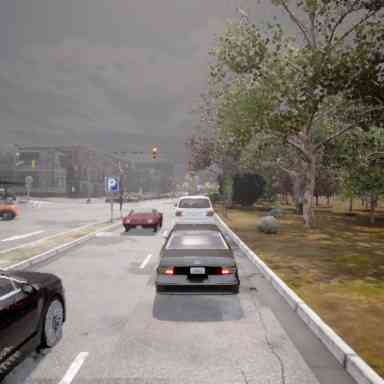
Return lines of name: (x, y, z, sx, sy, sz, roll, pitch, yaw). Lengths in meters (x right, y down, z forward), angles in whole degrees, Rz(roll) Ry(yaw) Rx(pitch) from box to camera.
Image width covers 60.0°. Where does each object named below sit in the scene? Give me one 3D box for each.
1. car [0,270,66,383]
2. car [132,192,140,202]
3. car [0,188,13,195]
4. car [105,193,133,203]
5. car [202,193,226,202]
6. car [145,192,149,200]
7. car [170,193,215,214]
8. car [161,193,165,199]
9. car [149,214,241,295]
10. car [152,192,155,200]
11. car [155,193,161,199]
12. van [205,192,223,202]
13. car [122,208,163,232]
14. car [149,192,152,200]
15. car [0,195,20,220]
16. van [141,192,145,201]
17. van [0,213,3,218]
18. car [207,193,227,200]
car: (-2.900, 1.495, 3.341, 2.128, 1.511, 4.902, 0, 0, 0)
car: (-13.841, 1.316, 67.838, 5.366, 1.575, 1.946, -1, 0, -15)
car: (-31.199, 0.138, 55.703, 2.002, 1.452, 4.674, 6, -3, -19)
car: (-14.484, 1.359, 64.845, 4.792, 1.488, 2.163, -1, 0, -15)
car: (4.624, 1.142, 70.421, 4.553, 1.767, 2.185, 1, 0, -14)
car: (-13.060, 1.322, 76.801, 4.892, 1.521, 2.231, -1, 0, -14)
car: (0.141, 1.246, 19.123, 2.150, 2.045, 5.566, 0, 0, 0)
car: (-11.059, 1.066, 91.788, 5.566, 2.045, 2.435, -1, 0, -12)
car: (0.102, 1.556, 8.874, 2.033, 1.411, 5.357, 0, 0, 0)
car: (-12.319, 1.360, 82.799, 4.674, 1.452, 2.002, -1, 0, -13)
car: (-11.508, 1.358, 88.781, 4.674, 1.452, 2.002, -1, 0, -12)
van: (4.242, 1.044, 67.451, 4.442, 1.987, 1.878, 1, 0, -14)
car: (-2.847, 1.628, 20.347, 1.895, 1.301, 4.718, 0, 0, 0)
car: (-12.689, 1.360, 79.797, 4.674, 1.452, 2.002, -1, 0, -13)
car: (-16.643, 1.405, 27.038, 4.553, 1.767, 2.185, -1, 0, -19)
van: (-13.286, 1.094, 73.830, 4.442, 1.987, 1.878, -1, 0, -14)
van: (-16.617, 1.298, 24.060, 4.442, 1.987, 1.878, -1, 0, -19)
car: (6.405, 1.130, 85.122, 4.553, 1.767, 2.185, 1, 0, -12)
